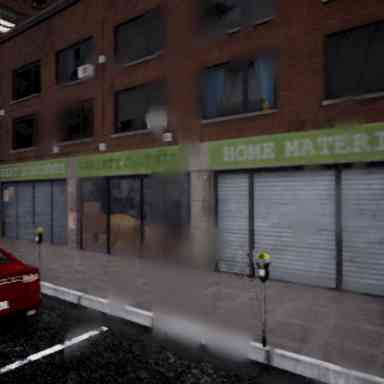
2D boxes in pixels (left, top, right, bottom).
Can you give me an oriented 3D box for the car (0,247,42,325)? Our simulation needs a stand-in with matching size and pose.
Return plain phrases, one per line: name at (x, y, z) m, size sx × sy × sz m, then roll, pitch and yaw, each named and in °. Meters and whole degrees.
car at (-4.623, 1.540, 6.180) m, size 4.507 × 1.381 × 1.887 m, roll 0°, pitch 0°, yaw 35°
